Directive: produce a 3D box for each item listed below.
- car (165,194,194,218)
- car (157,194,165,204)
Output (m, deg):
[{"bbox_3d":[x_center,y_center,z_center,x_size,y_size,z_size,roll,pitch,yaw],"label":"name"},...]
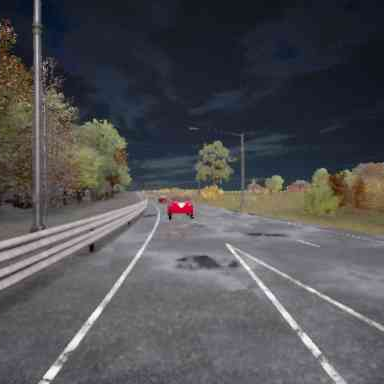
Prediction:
[{"bbox_3d":[-1.107,1.237,30.035,2.150,2.045,5.566,0,0,-5],"label":"car"},{"bbox_3d":[-5.648,1.423,64.749,1.882,1.535,5.008,0,0,-10],"label":"car"}]
